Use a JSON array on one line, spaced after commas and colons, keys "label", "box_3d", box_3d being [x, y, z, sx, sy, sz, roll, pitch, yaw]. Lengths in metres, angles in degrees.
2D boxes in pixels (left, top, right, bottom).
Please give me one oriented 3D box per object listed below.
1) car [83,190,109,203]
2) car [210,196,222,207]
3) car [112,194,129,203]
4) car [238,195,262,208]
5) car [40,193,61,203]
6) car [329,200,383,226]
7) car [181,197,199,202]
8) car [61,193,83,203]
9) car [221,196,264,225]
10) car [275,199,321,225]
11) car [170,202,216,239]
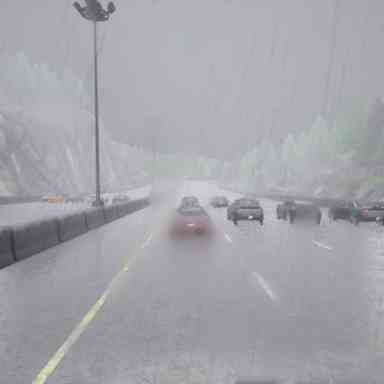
[{"label": "car", "box_3d": [-14.428, 0.642, 51.176, 2.150, 2.045, 5.566, 0, 1, 0]}, {"label": "car", "box_3d": [3.272, 1.127, 39.326, 1.994, 1.385, 4.181, 0, 1, 0]}, {"label": "car", "box_3d": [-10.928, 1.004, 51.198, 1.994, 1.385, 4.181, 0, 1, 0]}, {"label": "car", "box_3d": [6.773, 1.128, 39.208, 1.994, 1.385, 4.181, 0, 1, 0]}, {"label": "car", "box_3d": [-21.428, 0.915, 50.847, 1.882, 1.535, 5.008, 0, 0, 0]}, {"label": "car", "box_3d": [10.425, 1.257, 21.087, 2.128, 1.511, 4.902, 0, 1, 0]}, {"label": "car", "box_3d": [-0.183, 1.170, 33.895, 2.033, 1.411, 5.357, 0, 1, 0]}, {"label": "car", "box_3d": [-17.929, 0.963, 51.088, 1.812, 1.442, 4.674, 0, 0, 0]}, {"label": "car", "box_3d": [3.418, 1.247, 21.881, 2.128, 1.511, 4.902, 0, 1, 0]}, {"label": "car", "box_3d": [6.917, 1.260, 22.011, 1.837, 1.490, 4.892, 0, 1, 0]}, {"label": "car", "box_3d": [-0.035, 1.382, 16.275, 1.994, 1.385, 4.181, 0, 1, 0]}]
